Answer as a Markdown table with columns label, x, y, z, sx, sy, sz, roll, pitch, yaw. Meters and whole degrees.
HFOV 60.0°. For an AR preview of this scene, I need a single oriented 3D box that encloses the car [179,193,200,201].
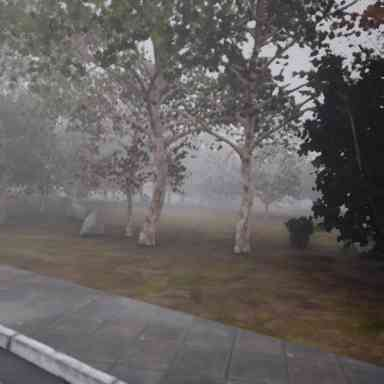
| label | x | y | z | sx | sy | sz | roll | pitch | yaw |
| --- | --- | --- | --- | --- | --- | --- | --- | --- | --- |
| car | -1.231 | 1.276 | 93.542 | 2.435 | 2.045 | 5.566 | 6 | 2 | 42 |
